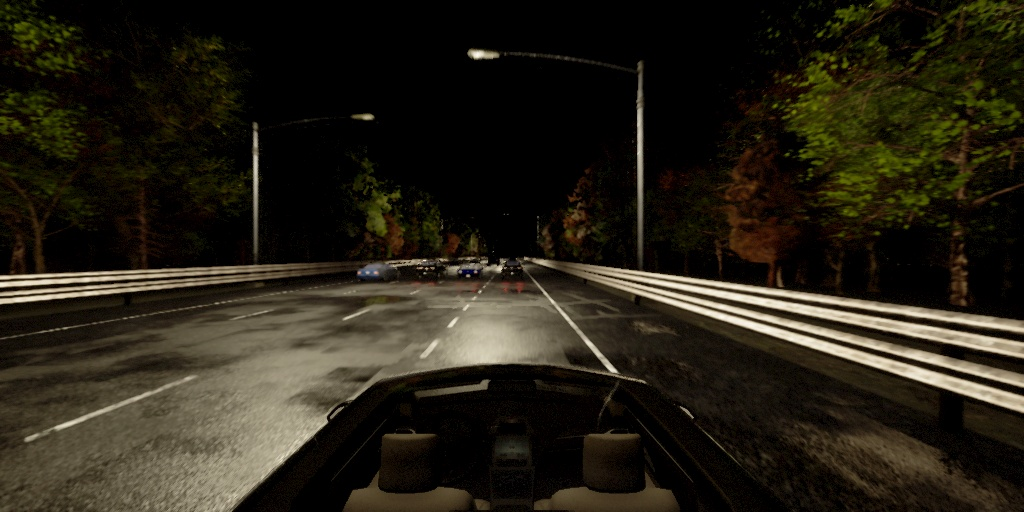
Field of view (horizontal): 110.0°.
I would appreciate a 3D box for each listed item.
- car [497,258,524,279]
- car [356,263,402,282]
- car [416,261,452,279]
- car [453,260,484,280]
[{"bbox_3d":[0.053,1.185,31.231,2.128,1.511,4.902,0,0,1],"label":"car"},{"bbox_3d":[-10.475,1.246,28.542,2.033,1.411,5.357,0,0,0],"label":"car"},{"bbox_3d":[-6.948,1.185,31.228,2.128,1.511,4.902,0,0,1],"label":"car"},{"bbox_3d":[-3.455,1.295,30.620,1.895,1.301,4.718,0,0,1],"label":"car"}]
